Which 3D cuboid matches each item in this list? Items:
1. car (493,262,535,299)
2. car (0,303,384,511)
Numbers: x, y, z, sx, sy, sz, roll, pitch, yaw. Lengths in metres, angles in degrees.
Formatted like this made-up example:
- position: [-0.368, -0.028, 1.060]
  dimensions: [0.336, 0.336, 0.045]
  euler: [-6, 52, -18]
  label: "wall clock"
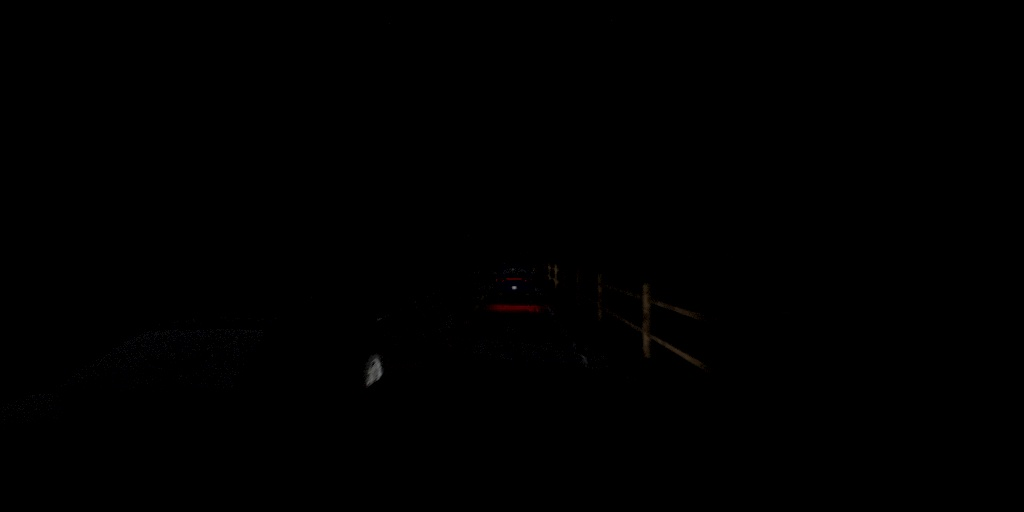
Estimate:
- position: [0.100, 1.198, 17.858]
  dimensions: [1.882, 1.535, 5.008]
  euler: [0, 0, 0]
  label: "car"
- position: [-2.750, 1.273, 3.522]
  dimensions: [1.812, 1.442, 4.674]
  euler: [0, 0, 0]
  label: "car"
